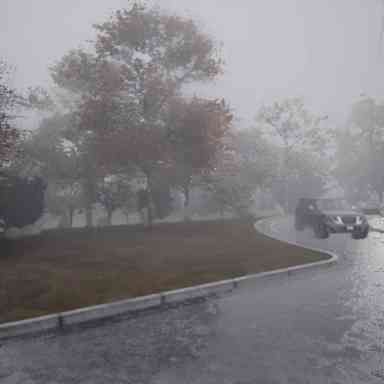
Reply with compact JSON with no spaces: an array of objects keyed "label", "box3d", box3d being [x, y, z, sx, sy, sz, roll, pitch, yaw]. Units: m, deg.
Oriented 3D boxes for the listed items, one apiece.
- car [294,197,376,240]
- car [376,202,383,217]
[{"label":"car","box3d":[7.313,1.315,18.123,2.150,2.045,5.566,0,0,0]},{"label":"car","box3d":[17.073,1.676,32.798,4.902,1.511,2.128,0,-1,-21]}]
